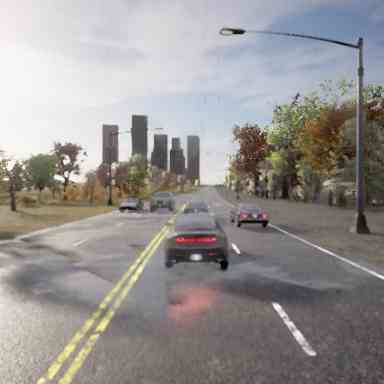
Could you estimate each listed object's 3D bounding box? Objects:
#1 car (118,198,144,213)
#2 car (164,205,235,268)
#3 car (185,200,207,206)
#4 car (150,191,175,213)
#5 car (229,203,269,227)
[{"bbox_3d":[-6.216,1.328,34.710,2.033,1.411,5.357,0,0,1],"label":"car"},{"bbox_3d":[0.138,1.428,11.089,1.837,1.490,4.892,-1,1,1],"label":"car"},{"bbox_3d":[0.346,1.375,28.277,1.994,1.385,4.181,-1,1,2],"label":"car"},{"bbox_3d":[-3.001,0.975,34.436,2.150,2.045,5.566,-2,-1,1],"label":"car"},{"bbox_3d":[3.542,1.407,21.310,2.033,1.411,5.357,0,0,0],"label":"car"}]
